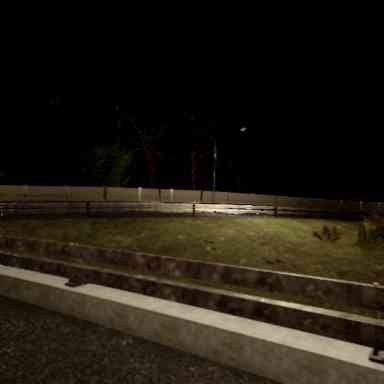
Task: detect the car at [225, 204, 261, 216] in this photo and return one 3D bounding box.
[{"bbox_3d":[6.625,2.240,42.941,5.008,1.535,1.882,3,-1,-24],"label":"car"}]
